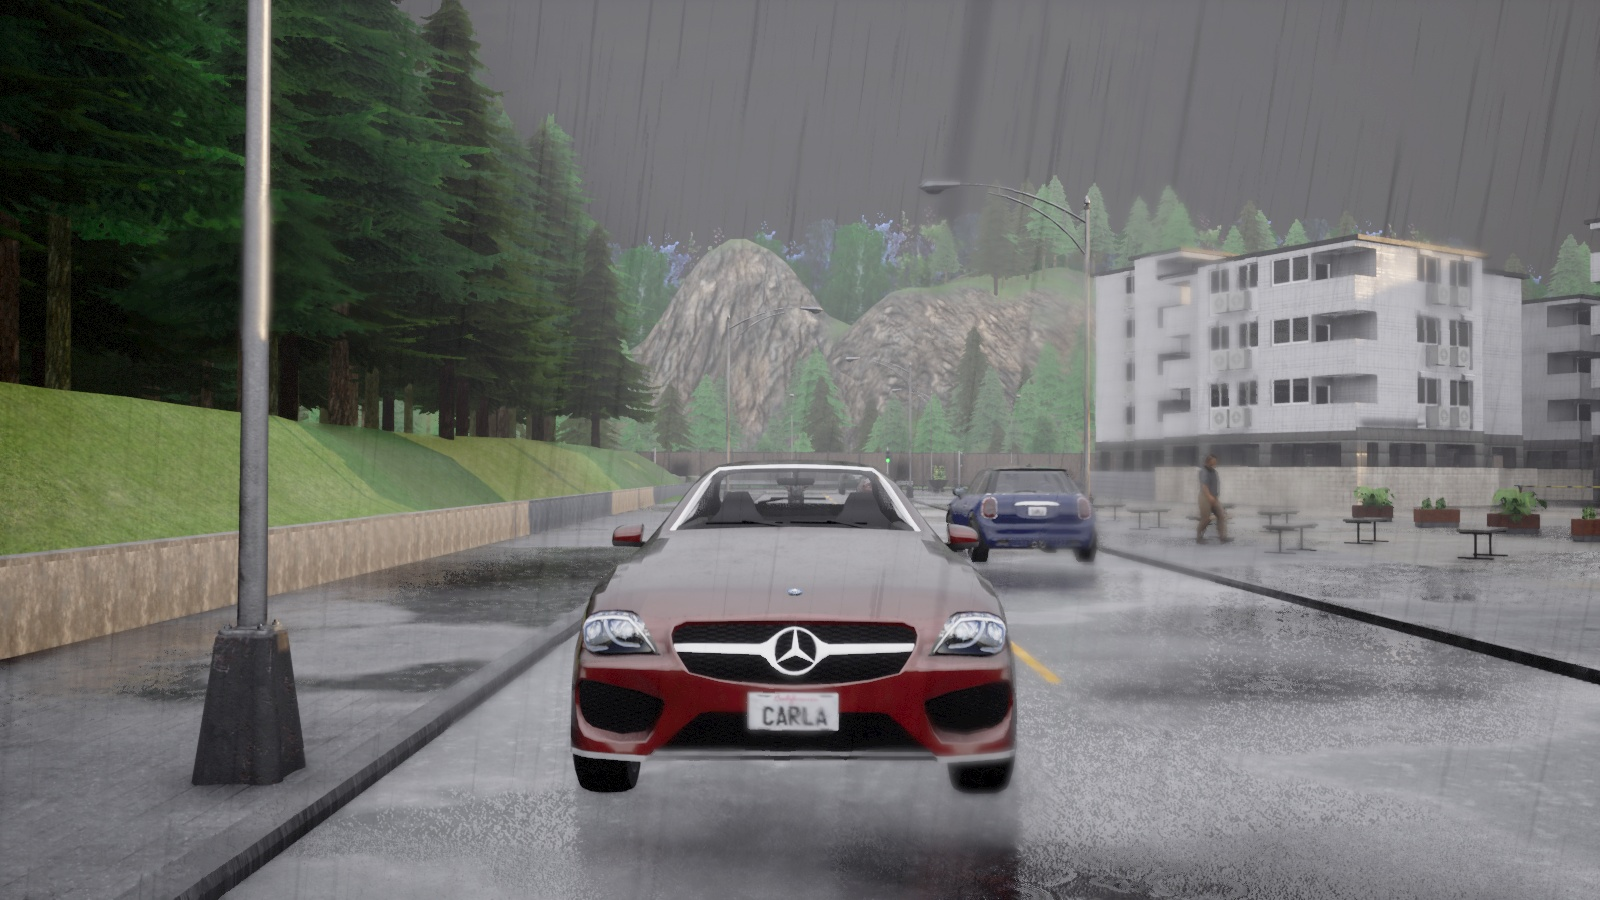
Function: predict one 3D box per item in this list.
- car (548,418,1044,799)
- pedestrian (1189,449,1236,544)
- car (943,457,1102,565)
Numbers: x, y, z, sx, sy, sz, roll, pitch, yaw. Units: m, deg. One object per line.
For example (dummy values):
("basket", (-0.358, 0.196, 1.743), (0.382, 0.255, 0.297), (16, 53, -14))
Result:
("car", (-0.024, 0.727, 7.984), (2.152, 1.651, 5.027), (0, -1, 0))
("pedestrian", (8.200, 0.910, 24.982), (0.540, 1.848, 0.694), (0, -1, -31))
("car", (3.933, 1.043, 23.032), (2.097, 1.767, 4.553), (0, -1, 0))
